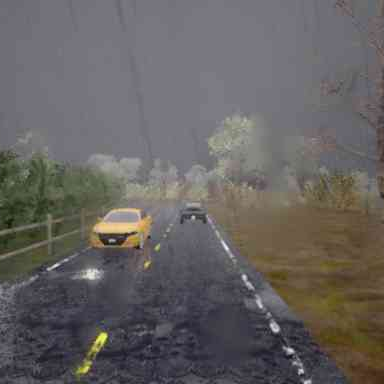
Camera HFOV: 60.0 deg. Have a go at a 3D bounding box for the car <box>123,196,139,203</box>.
[{"bbox_3d":[-10.254,1.379,56.085,1.994,1.385,4.181,0,1,-30],"label":"car"}]

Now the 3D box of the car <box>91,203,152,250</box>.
[{"bbox_3d":[-2.865,1.458,14.401,1.882,1.535,5.008,0,0,0],"label":"car"}]

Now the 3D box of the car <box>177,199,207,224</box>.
[{"bbox_3d":[0.074,1.465,24.678,1.837,1.490,4.892,0,0,0],"label":"car"}]
